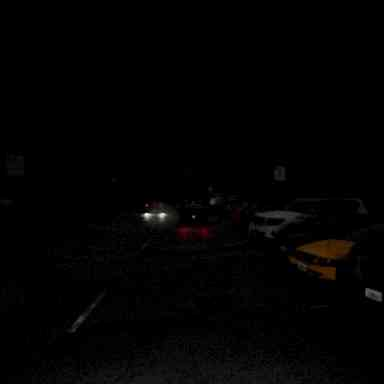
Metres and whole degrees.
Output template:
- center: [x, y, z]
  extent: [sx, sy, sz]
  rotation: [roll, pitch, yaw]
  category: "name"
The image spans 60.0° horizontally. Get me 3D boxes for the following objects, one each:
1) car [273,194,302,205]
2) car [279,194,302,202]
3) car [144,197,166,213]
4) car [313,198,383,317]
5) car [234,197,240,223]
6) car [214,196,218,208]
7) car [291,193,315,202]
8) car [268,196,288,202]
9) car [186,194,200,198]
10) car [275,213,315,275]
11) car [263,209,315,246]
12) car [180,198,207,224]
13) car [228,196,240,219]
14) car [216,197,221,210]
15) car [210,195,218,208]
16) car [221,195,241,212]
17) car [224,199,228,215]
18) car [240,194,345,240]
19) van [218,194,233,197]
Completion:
- center: [18.336, 1.370, 64.016]
  extent: [2.435, 2.045, 5.566]
  rotation: [0, 1, -21]
  category: "car"
- center: [23.947, 1.422, 81.162]
  extent: [2.435, 2.045, 5.566]
  rotation: [0, -1, -21]
  category: "car"
- center: [-4.137, 1.410, 37.913]
  extent: [2.097, 1.767, 4.553]
  rotation: [0, 0, 0]
  category: "car"
- center: [5.318, 1.235, 5.925]
  extent: [5.566, 2.045, 2.435]
  rotation: [1, 0, -20]
  category: "car"
- center: [5.330, 1.377, 20.956]
  extent: [4.553, 1.767, 2.185]
  rotation: [1, 0, -20]
  category: "car"
- center: [5.380, 1.587, 38.980]
  extent: [4.674, 1.452, 2.002]
  rotation: [1, 0, -20]
  category: "car"
- center: [27.007, 1.422, 81.201]
  extent: [2.435, 2.045, 5.566]
  rotation: [1, -1, -22]
  category: "car"
- center: [20.924, 1.701, 81.077]
  extent: [2.163, 1.488, 4.792]
  rotation: [0, -1, -21]
  category: "car"
- center: [0.090, 1.293, 43.022]
  extent: [2.150, 2.045, 5.566]
  rotation: [0, 0, 0]
  category: "car"
- center: [5.161, 1.483, 8.883]
  extent: [5.366, 1.575, 1.946]
  rotation: [1, 0, -20]
  category: "car"
- center: [5.313, 1.520, 11.940]
  extent: [4.792, 1.488, 2.163]
  rotation: [1, 0, -20]
  category: "car"
- center: [0.106, 1.504, 24.839]
  extent: [1.882, 1.535, 5.008]
  rotation: [0, 0, 0]
  category: "car"
- center: [5.336, 1.384, 23.957]
  extent: [4.553, 1.767, 2.185]
  rotation: [1, 0, -20]
  category: "car"
- center: [5.369, 1.531, 32.977]
  extent: [5.008, 1.535, 2.097]
  rotation: [1, 0, -20]
  category: "car"
- center: [5.196, 1.549, 41.921]
  extent: [5.366, 1.575, 1.946]
  rotation: [1, 0, -20]
  category: "car"
- center: [5.409, 1.398, 29.974]
  extent: [4.553, 1.767, 2.185]
  rotation: [1, 0, -20]
  category: "car"
- center: [5.372, 1.556, 26.966]
  extent: [4.674, 1.452, 2.002]
  rotation: [1, 0, -20]
  category: "car"
- center: [5.326, 1.242, 14.942]
  extent: [5.566, 2.045, 2.435]
  rotation: [1, 0, -20]
  category: "car"
- center: [5.488, 1.315, 36.023]
  extent: [4.442, 1.987, 1.878]
  rotation: [1, 0, -20]
  category: "van"
